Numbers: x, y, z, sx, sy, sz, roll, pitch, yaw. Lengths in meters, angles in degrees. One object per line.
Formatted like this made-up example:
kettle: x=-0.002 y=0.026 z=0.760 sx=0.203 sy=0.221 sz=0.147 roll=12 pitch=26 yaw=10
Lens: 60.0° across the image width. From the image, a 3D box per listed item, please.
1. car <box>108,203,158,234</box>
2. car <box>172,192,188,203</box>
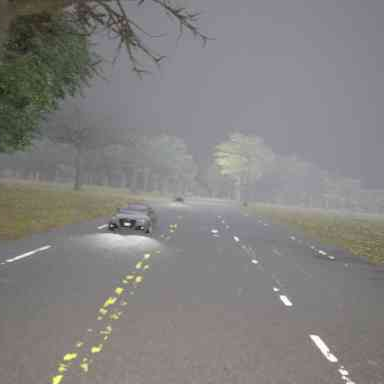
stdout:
car: x=-2.915 y=1.278 z=17.256 sx=1.994 sy=1.385 sz=4.181 roll=4 pitch=0 yaw=1
car: x=-2.140 y=1.106 z=53.989 sx=1.895 sy=1.301 sz=4.718 roll=5 pitch=1 yaw=1
